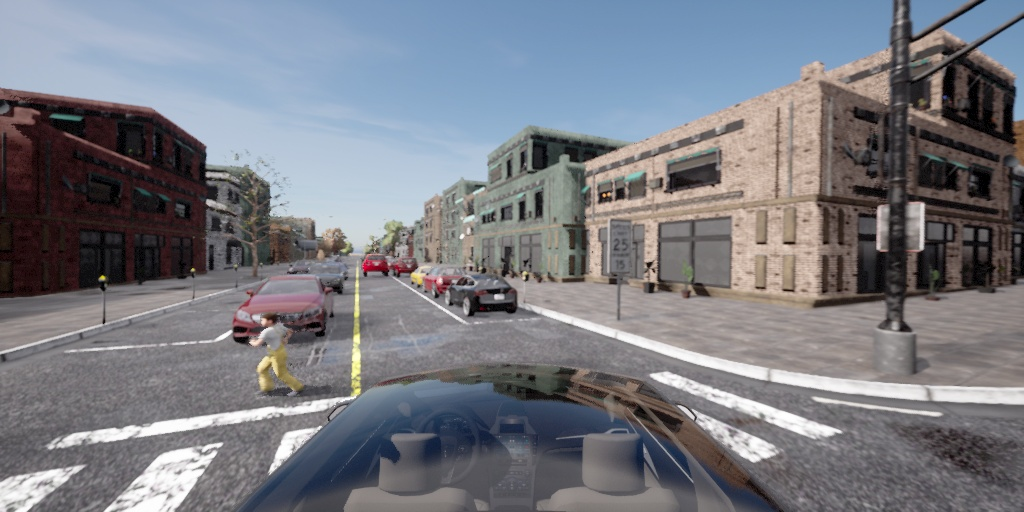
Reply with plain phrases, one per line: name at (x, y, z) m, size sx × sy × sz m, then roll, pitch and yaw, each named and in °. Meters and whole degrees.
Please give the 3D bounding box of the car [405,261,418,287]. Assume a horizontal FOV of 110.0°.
car at (-5.679, 1.268, 23.748) m, size 1.751 × 1.417 × 4.829 m, roll 0°, pitch 0°, yaw -23°

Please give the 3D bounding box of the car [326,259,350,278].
car at (-14.364, 1.216, 29.311) m, size 2.033 × 1.411 × 5.357 m, roll 0°, pitch 0°, yaw -23°

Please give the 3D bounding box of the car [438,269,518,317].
car at (-1.225, 1.345, 13.399) m, size 1.948 × 1.339 × 4.313 m, roll 0°, pitch 0°, yaw -23°

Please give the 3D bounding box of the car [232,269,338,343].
car at (-6.056, 1.265, 9.977) m, size 1.812 × 1.442 × 4.674 m, roll 0°, pitch 0°, yaw -23°

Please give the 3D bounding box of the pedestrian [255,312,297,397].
pedestrian at (-3.314, 1.337, 5.055) m, size 0.375 × 1.300 × 0.375 m, roll 0°, pitch 1°, yaw -23°

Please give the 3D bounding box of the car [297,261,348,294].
car at (-10.165, 1.209, 19.537) m, size 1.837 × 1.490 × 4.892 m, roll 0°, pitch 0°, yaw -23°

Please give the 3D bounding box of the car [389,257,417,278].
car at (-9.999, 1.020, 33.785) m, size 2.192 × 1.841 × 5.009 m, roll 0°, pitch 0°, yaw -23°

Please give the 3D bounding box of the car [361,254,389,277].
car at (-13.426, 0.892, 35.205) m, size 2.150 × 2.045 × 5.566 m, roll 0°, pitch -1°, yaw -23°

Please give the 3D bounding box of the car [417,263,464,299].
car at (-3.418, 1.201, 18.496) m, size 1.967 × 1.591 × 4.097 m, roll 0°, pitch 0°, yaw -23°

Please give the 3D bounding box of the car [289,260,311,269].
car at (-17.695, 1.081, 30.470) m, size 1.967 × 1.591 × 4.097 m, roll 0°, pitch 0°, yaw -23°
